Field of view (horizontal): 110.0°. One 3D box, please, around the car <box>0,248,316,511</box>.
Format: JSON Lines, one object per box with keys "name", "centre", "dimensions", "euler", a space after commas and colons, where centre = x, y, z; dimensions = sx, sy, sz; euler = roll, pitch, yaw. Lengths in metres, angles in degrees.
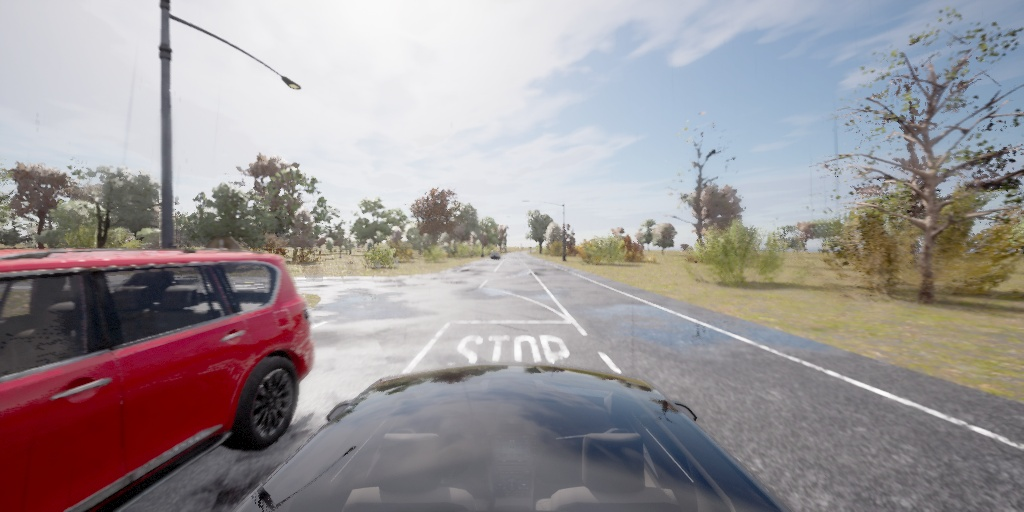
{"name": "car", "centre": [-3.515, 0.966, 2.181], "dimensions": [2.150, 2.045, 5.566], "euler": [0, 1, 0]}
